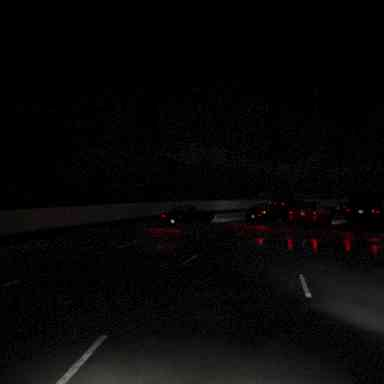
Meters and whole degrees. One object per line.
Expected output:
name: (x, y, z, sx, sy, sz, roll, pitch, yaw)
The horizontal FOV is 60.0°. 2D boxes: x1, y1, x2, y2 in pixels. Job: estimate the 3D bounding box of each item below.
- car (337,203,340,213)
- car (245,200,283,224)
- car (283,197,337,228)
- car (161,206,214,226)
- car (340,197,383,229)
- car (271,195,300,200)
car: (17.184, 1.726, 36.476, 4.181, 1.385, 1.994, 0, 0, -34)
car: (5.811, 1.606, 25.898, 1.812, 1.442, 4.674, 0, -1, 37)
car: (8.475, 1.441, 23.609, 2.097, 1.767, 4.553, 0, 0, 35)
car: (-0.161, 1.642, 23.750, 1.895, 1.301, 4.718, 0, 0, 30)
car: (12.341, 1.335, 23.117, 2.150, 2.045, 5.566, 0, 0, 39)
car: (10.810, 1.348, 36.503, 5.566, 2.045, 2.150, 0, 0, -40)
